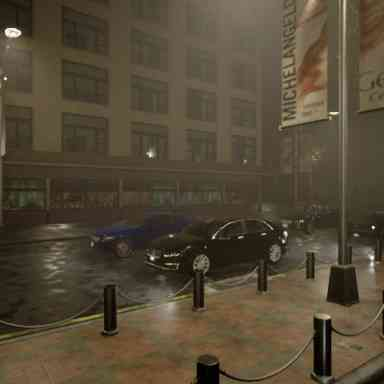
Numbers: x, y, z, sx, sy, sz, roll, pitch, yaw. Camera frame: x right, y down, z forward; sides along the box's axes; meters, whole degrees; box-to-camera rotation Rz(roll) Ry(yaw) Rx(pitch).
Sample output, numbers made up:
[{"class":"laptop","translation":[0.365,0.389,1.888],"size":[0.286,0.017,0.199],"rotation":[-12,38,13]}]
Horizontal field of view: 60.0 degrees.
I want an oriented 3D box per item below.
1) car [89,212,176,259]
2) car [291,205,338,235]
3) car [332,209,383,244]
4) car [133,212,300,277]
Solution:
[{"class":"car","translation":[-1.514,1.525,12.764],"size":[4.674,1.442,1.812],"rotation":[0,0,-35]},{"class":"car","translation":[6.851,1.490,18.746],"size":[4.902,1.511,2.128],"rotation":[0,0,-35]},{"class":"car","translation":[9.076,1.599,16.036],"size":[4.718,1.301,1.895],"rotation":[0,0,-35]},{"class":"car","translation":[0.918,1.504,10.195],"size":[4.892,1.490,1.837],"rotation":[0,0,-36]}]
